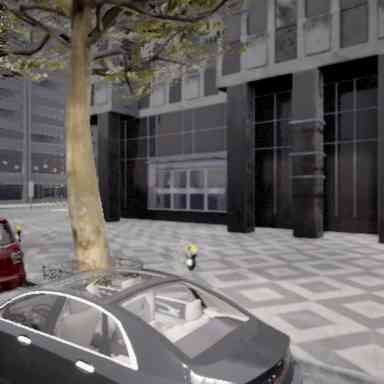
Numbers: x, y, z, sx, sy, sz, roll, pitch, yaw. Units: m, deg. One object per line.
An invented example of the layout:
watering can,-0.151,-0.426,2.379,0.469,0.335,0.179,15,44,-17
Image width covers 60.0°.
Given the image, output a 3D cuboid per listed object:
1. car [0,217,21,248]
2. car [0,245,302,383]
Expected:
car,-5.383,1.342,6.800,5.009,1.841,2.192,0,0,36
car,-1.076,1.560,3.729,4.403,1.369,2.008,0,0,36
